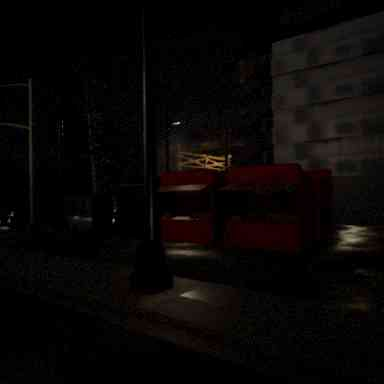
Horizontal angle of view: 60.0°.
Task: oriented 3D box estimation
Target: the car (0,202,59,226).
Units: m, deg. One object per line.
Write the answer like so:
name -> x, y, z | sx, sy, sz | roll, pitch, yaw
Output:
car -> -12.604, 1.628, 26.119 | 2.097, 1.767, 4.553 | -1, -1, 36

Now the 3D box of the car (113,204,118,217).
car -> -6.880, 1.800, 33.958 | 1.812, 1.442, 4.674 | -1, -1, 36
